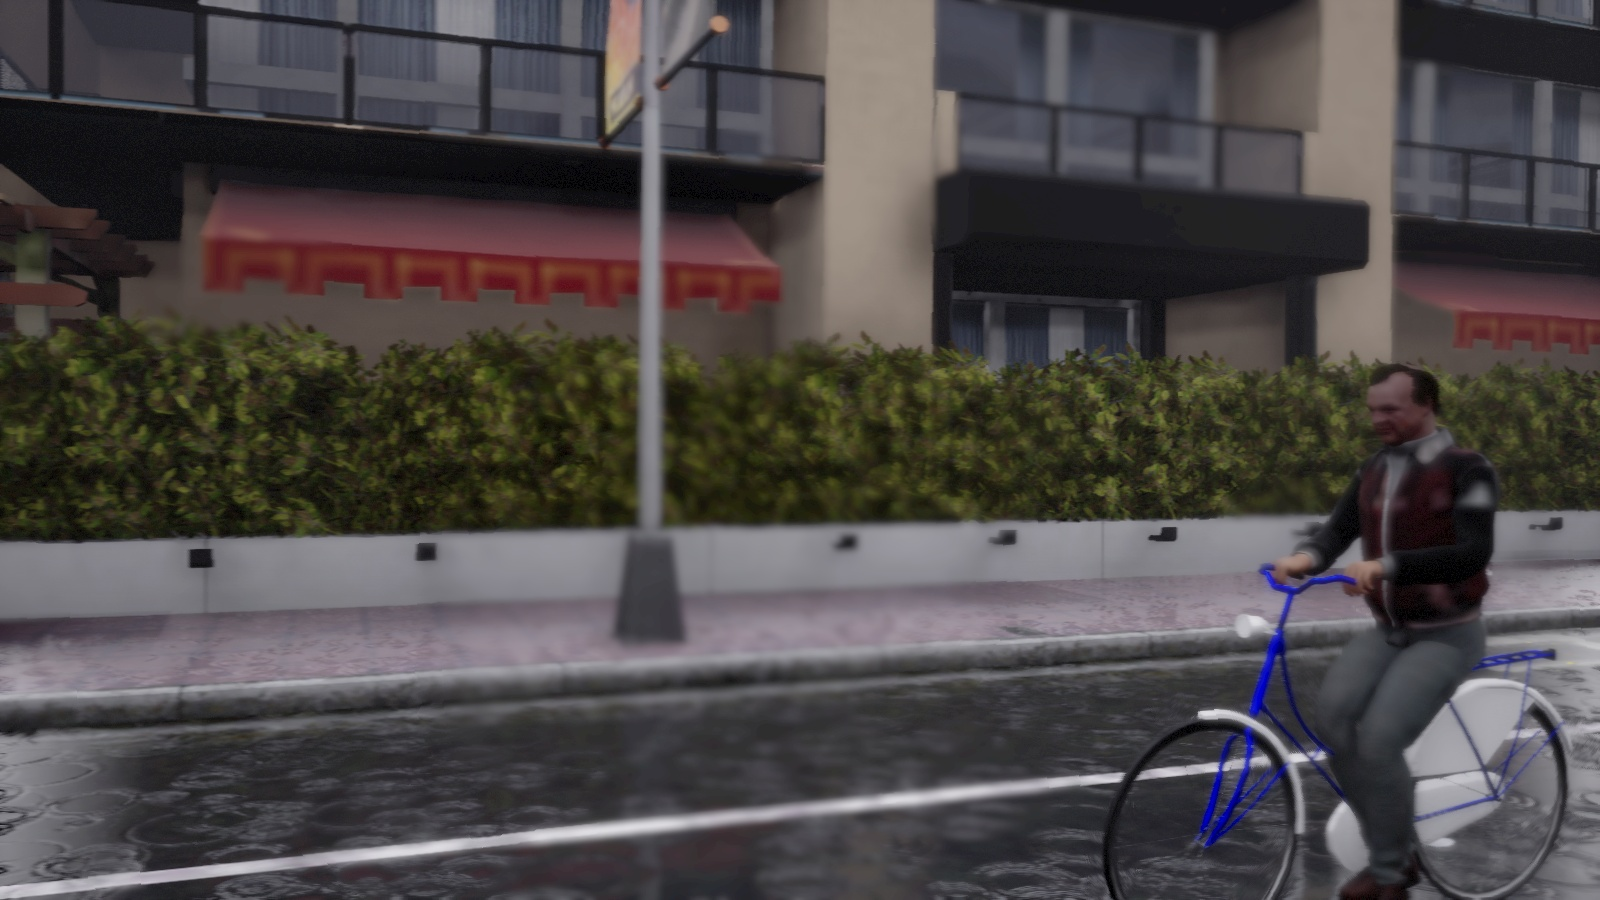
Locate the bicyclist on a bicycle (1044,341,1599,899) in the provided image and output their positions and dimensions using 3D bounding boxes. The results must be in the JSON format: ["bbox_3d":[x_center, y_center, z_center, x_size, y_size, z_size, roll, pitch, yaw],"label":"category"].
[{"bbox_3d":[1.745,0.581,3.888,1.843,1.776,0.659,-2,1,-20],"label":"bicyclist on a bicycle"}]
